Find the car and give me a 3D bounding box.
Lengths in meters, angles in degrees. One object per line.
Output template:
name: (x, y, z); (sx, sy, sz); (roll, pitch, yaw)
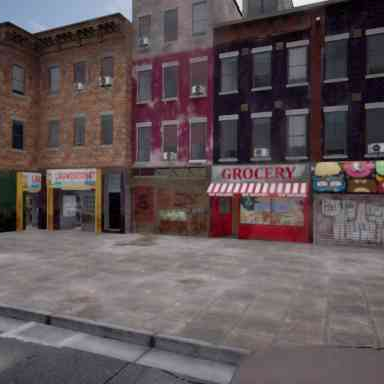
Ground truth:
car: (2.623, 1.548, 1.532); (5.357, 1.411, 2.033); (0, 0, 23)
